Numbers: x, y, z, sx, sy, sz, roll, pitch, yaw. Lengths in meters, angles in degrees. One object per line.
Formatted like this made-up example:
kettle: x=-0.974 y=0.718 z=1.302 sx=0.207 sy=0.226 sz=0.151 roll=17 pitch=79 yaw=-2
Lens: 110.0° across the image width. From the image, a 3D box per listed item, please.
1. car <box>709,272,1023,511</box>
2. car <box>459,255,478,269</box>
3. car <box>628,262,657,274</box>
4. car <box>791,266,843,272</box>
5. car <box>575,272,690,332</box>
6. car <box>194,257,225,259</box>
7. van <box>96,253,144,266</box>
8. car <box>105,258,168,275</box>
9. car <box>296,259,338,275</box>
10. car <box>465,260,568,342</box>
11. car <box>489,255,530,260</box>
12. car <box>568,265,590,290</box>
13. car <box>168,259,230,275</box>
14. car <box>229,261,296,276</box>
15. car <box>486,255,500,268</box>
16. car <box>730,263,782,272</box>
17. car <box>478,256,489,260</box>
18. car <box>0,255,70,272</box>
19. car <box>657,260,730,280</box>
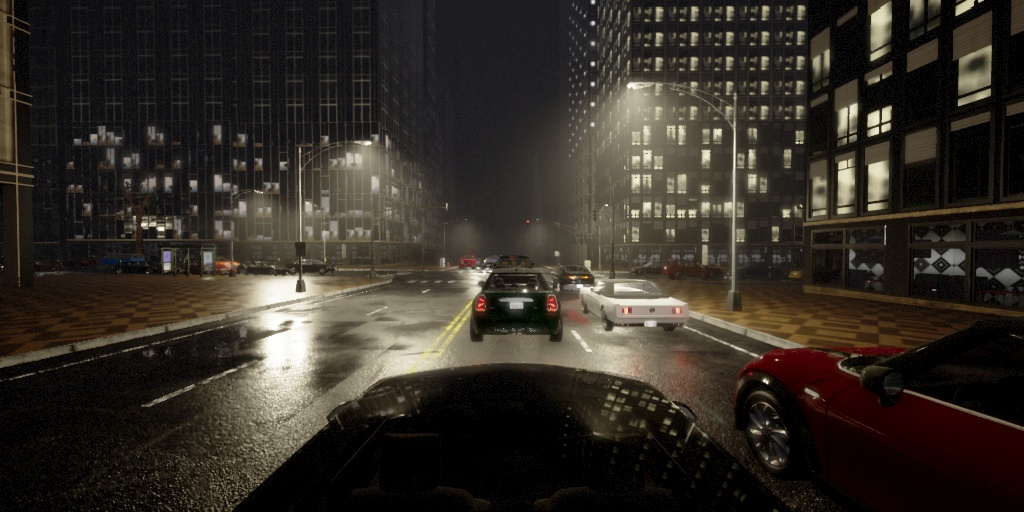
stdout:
car: x=3.350 y=1.102 z=1.867 sx=2.097 sy=1.767 sz=4.553 roll=0 pitch=0 yaw=0
car: x=-6.595 y=0.935 z=54.017 sx=2.150 sy=2.045 sz=5.566 roll=0 pitch=0 yaw=0
car: x=15.229 y=1.398 z=38.099 sx=5.357 sy=1.411 sz=2.033 roll=1 pitch=1 yaw=2
car: x=27.643 y=1.578 z=32.079 sx=4.829 sy=1.417 sz=1.751 roll=0 pitch=0 yaw=1
car: x=3.351 y=1.347 z=10.884 sx=1.895 sy=1.301 sz=4.718 roll=0 pitch=0 yaw=0
car: x=-29.426 y=0.855 z=35.649 sx=4.553 sy=1.767 sz=2.097 roll=1 pitch=1 yaw=1
van: x=-45.285 y=0.604 z=41.774 sx=3.998 sy=1.789 sz=1.690 roll=0 pitch=0 yaw=1
car: x=-34.095 y=1.069 z=33.113 sx=4.313 sy=1.339 sz=1.948 roll=0 pitch=0 yaw=1
car: x=-19.808 y=1.081 z=35.454 sx=4.902 sy=1.511 sz=2.128 roll=1 pitch=1 yaw=1
car: x=0.100 y=1.099 z=9.934 sx=2.097 sy=1.767 sz=4.553 roll=0 pitch=0 yaw=0
car: x=0.101 y=0.963 z=19.646 sx=2.150 sy=2.045 sz=5.566 roll=0 pitch=0 yaw=0
car: x=3.351 y=1.245 z=20.142 sx=1.837 sy=1.490 sz=4.892 roll=0 pitch=0 yaw=0
car: x=-28.414 y=1.137 z=32.940 sx=4.207 sy=1.307 sz=1.802 roll=0 pitch=0 yaw=1
car: x=-22.730 y=1.173 z=32.806 sx=4.313 sy=1.339 sz=1.948 roll=0 pitch=0 yaw=1
car: x=-3.321 y=0.925 z=62.647 sx=2.150 sy=2.045 sz=5.566 roll=0 pitch=0 yaw=0
car: x=25.520 y=1.489 z=37.898 sx=5.357 sy=1.411 sz=2.033 roll=0 pitch=1 yaw=1
car: x=-3.342 y=1.207 z=52.485 sx=2.128 sy=1.511 sz=4.902 roll=0 pitch=0 yaw=0
car: x=-48.287 y=0.680 z=36.076 sx=4.553 sy=1.767 sz=2.097 roll=1 pitch=1 yaw=2
car: x=16.195 y=1.268 z=32.277 sx=5.009 sy=1.841 sz=2.192 roll=0 pitch=0 yaw=1
